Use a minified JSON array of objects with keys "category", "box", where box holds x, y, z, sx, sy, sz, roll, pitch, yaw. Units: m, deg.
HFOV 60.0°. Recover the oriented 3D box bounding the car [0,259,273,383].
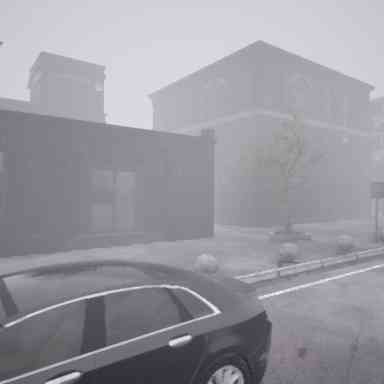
[{"category":"car","box":[-1.355,1.505,3.026,4.892,1.490,1.837,0,0,-36]}]
